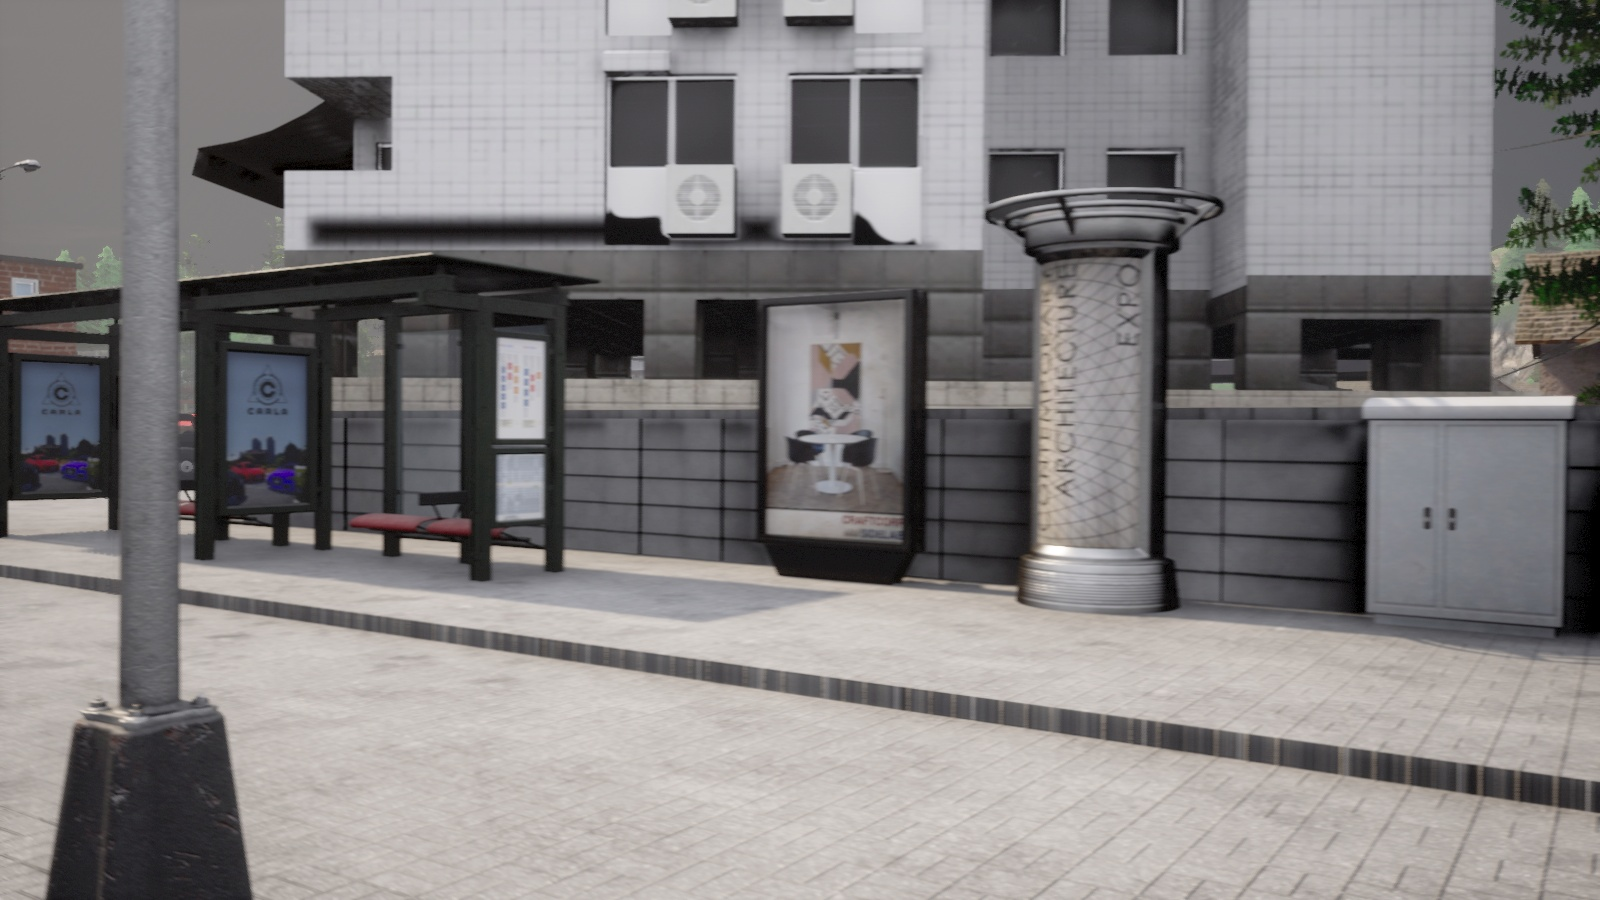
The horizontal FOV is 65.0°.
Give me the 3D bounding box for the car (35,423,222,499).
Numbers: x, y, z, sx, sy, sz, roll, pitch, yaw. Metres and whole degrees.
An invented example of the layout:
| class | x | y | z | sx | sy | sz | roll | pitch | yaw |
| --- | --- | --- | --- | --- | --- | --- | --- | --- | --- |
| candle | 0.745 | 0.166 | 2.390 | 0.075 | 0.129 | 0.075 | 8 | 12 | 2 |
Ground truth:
| class | x | y | z | sx | sy | sz | roll | pitch | yaw |
| --- | --- | --- | --- | --- | --- | --- | --- | --- | --- |
| car | -17.624 | 0.235 | 33.108 | 1.905 | 1.878 | 3.866 | 0 | 1 | 34 |
